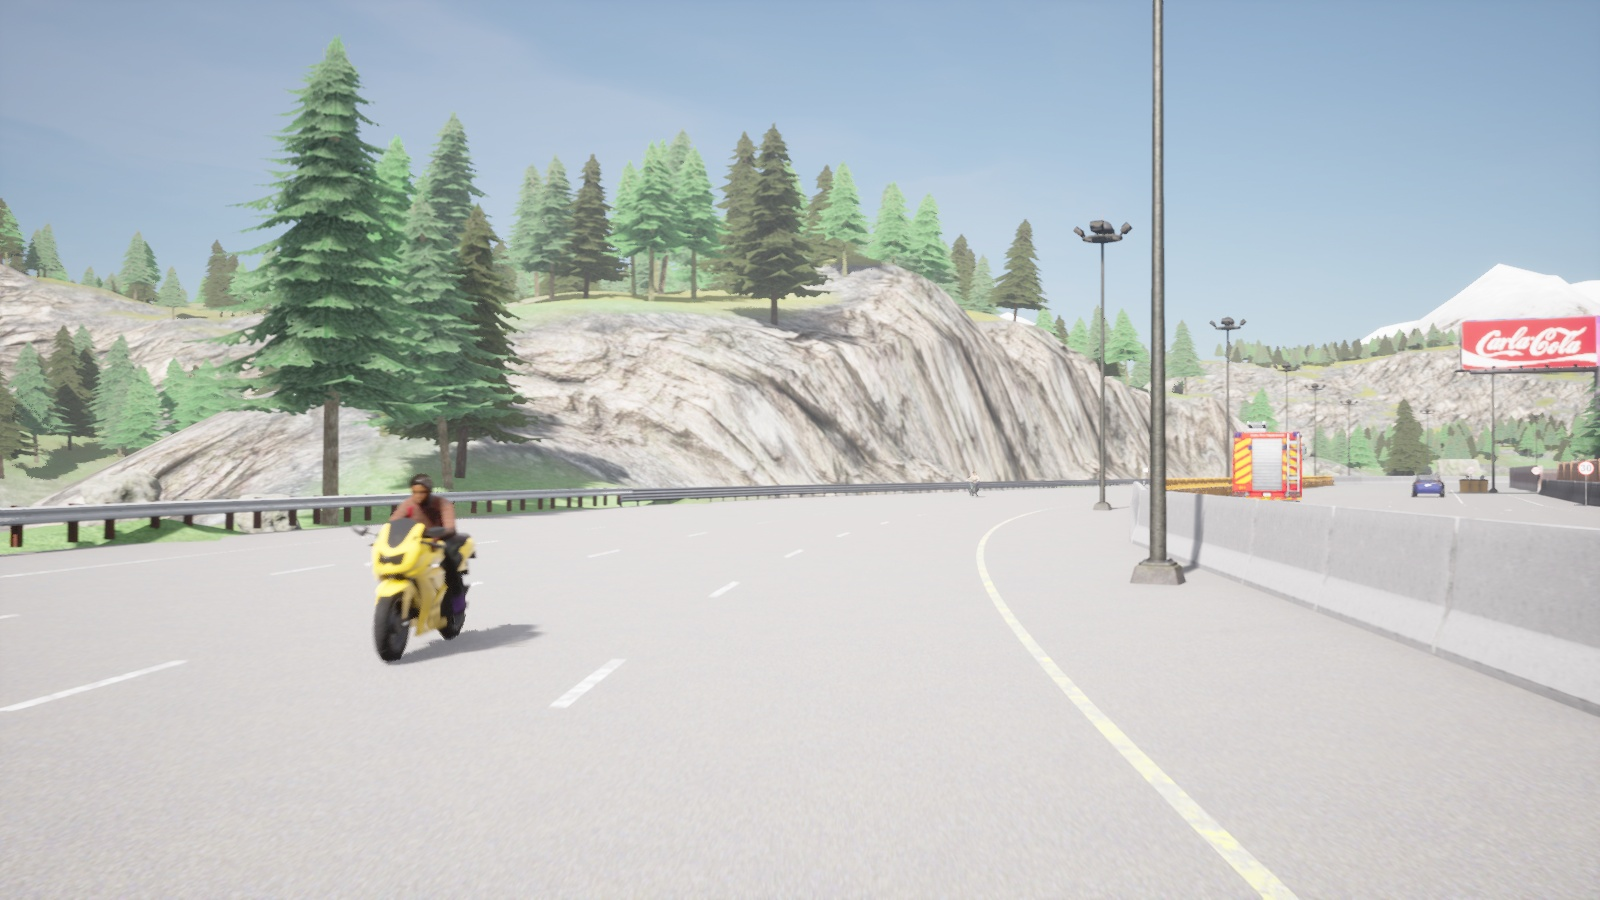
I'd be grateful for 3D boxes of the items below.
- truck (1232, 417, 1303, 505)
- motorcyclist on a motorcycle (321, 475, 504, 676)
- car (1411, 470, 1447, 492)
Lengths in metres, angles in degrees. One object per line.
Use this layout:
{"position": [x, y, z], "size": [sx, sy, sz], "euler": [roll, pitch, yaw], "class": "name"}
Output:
{"position": [21.903, 0.551, 58.627], "size": [2.891, 3.827, 8.468], "euler": [-1, -1, 22], "class": "truck"}
{"position": [-3.234, 0.988, 10.718], "size": [0.797, 1.523, 2.044], "euler": [1, -1, 4], "class": "motorcyclist on a motorcycle"}
{"position": [43.033, 2.095, 85.901], "size": [2.163, 1.488, 4.792], "euler": [-1, -1, 27], "class": "car"}
